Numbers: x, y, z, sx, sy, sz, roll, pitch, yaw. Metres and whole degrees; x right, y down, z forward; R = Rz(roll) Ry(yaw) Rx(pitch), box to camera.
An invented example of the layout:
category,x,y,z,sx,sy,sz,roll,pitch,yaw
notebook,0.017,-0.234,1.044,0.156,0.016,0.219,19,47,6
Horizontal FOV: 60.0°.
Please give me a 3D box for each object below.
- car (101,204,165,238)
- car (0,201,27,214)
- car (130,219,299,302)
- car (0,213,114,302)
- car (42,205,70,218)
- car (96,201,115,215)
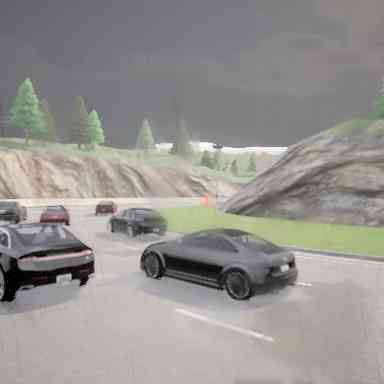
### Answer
category,x,y,z,sx,sy,sz,roll,pitch,yaw
car,-3.110,1.619,18.310,1.837,1.490,4.892,0,0,-34
car,-14.154,1.463,25.729,2.097,1.767,4.553,1,0,-19
car,0.551,1.629,8.616,4.181,1.385,1.994,0,0,42
car,-4.257,1.532,8.506,2.128,1.511,4.902,0,0,-43
car,-10.282,1.690,25.101,1.994,1.385,4.181,0,0,-21
car,-9.352,1.689,36.778,1.882,1.535,5.008,0,0,-6
